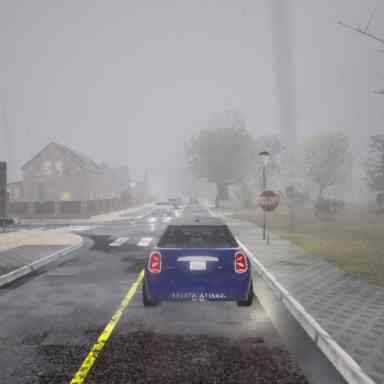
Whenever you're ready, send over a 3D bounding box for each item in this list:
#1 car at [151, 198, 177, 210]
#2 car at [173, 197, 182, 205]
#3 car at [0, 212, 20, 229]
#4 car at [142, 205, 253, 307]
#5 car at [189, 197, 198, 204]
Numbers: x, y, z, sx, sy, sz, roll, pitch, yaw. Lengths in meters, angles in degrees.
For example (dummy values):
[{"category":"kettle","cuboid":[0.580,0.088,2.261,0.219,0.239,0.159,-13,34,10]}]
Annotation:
[{"category":"car","cuboid":[-2.820,1.573,32.666,1.812,1.442,4.674,0,0,2]},{"category":"car","cuboid":[-2.711,1.579,44.556,1.837,1.490,4.892,0,1,0]},{"category":"car","cuboid":[-12.807,1.505,19.722,4.902,1.511,2.128,0,-1,2]},{"category":"car","cuboid":[0.115,1.358,8.158,2.097,1.767,4.553,0,0,0]},{"category":"car","cuboid":[0.316,1.712,67.476,2.033,1.411,5.357,0,0,0]}]
